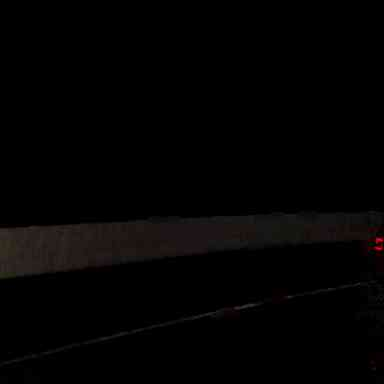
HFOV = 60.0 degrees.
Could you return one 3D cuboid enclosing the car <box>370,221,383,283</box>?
[{"bbox_3d":[6.365,1.210,7.060,5.566,2.045,2.150,0,0,-24],"label":"car"}]
